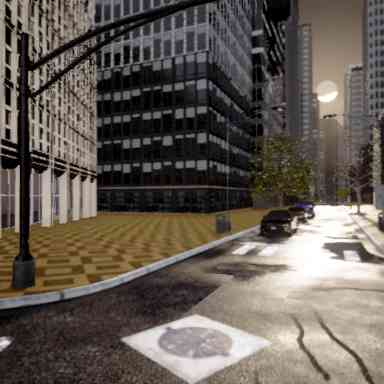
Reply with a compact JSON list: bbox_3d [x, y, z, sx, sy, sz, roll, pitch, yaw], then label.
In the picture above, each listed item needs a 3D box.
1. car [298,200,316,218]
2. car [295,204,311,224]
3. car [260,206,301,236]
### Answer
[{"bbox_3d":[14.066,2.017,41.082,2.150,2.045,5.566,0,-1,23],"label":"car"},{"bbox_3d":[9.849,2.131,31.289,1.812,1.442,4.674,0,-1,23],"label":"car"},{"bbox_3d":[5.804,1.904,21.907,1.882,1.535,5.008,0,-1,23],"label":"car"}]
